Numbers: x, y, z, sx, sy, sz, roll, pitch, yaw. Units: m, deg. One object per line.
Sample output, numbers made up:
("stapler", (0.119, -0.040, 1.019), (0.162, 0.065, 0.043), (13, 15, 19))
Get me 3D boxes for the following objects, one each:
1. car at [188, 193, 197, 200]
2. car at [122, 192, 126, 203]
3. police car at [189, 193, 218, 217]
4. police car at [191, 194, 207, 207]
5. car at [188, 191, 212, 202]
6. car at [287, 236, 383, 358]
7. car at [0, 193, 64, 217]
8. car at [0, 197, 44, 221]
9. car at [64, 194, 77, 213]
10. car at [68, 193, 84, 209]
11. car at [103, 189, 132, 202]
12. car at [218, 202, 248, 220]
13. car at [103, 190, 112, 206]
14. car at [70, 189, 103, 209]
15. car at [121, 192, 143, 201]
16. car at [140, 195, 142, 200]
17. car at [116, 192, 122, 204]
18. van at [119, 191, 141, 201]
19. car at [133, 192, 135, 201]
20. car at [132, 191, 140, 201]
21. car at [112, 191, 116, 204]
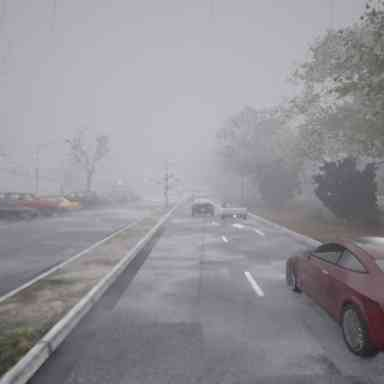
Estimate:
("car", (0.181, 1.046, 78.226), (2.033, 1.411, 5.357), (0, 0, 1))
("car", (-13.822, 1.187, 54.377), (4.792, 1.488, 2.163), (-1, 0, -20))
("police car", (0.900, 1.219, 29.214), (1.930, 1.638, 5.238), (0, 1, 0))
("police car", (0.901, 1.118, 45.225), (1.930, 1.638, 5.238), (0, 0, 0))
("car", (0.900, 1.075, 39.081), (2.097, 1.767, 4.553), (0, 0, 0))
("car", (3.101, 1.510, 5.849), (1.812, 1.442, 4.674), (0, 0, 0))
("car", (-13.793, 1.051, 27.400), (5.566, 2.045, 2.435), (-1, 0, -20))
("car", (-13.790, 1.358, 24.399), (4.792, 1.488, 2.163), (-1, 0, -20))
("car", (-13.638, 1.270, 30.453), (5.366, 1.575, 1.946), (-1, 0, -20))
("car", (-13.983, 1.253, 33.320), (5.366, 1.575, 1.946), (-1, 1, -20))
("car", (-13.822, 0.901, 57.380), (5.566, 2.045, 2.435), (-1, 0, -20))
("car", (3.101, 1.421, 26.284), (1.895, 1.301, 4.718), (0, 1, 0))
("car", (-13.773, 1.058, 45.396), (4.553, 1.767, 2.185), (-1, 1, -20))
("car", (-13.834, 0.962, 39.369), (5.566, 2.045, 2.435), (-1, 1, -20))
("car", (-13.632, 0.995, 75.444), (4.553, 1.767, 2.185), (-1, 0, -19))
("car", (-13.722, 0.879, 69.430), (5.566, 2.045, 2.435), (-1, 0, -20))
("car", (-13.806, 1.166, 51.393), (4.892, 1.521, 2.231), (-1, 0, -20))
("van", (-13.607, 0.899, 72.466), (4.442, 1.987, 1.878), (-1, 0, -19))
("car", (-13.773, 1.181, 63.398), (4.674, 1.452, 2.002), (-1, 0, -20))
("car", (-13.794, 0.885, 66.394), (5.566, 2.045, 2.435), (-1, 0, -20))
("car", (-13.834, 1.048, 48.382), (4.553, 1.767, 2.185), (-1, 0, -20))
